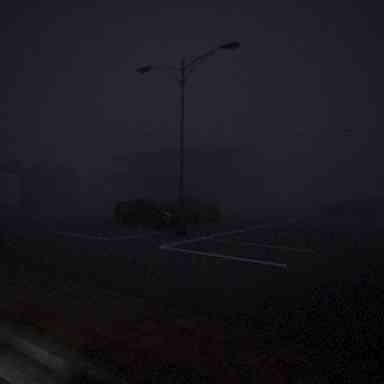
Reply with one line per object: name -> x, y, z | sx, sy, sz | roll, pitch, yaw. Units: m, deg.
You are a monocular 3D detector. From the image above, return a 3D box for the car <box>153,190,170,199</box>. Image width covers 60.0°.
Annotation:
car -> -7.221, 0.546, 78.643 | 1.905, 1.878, 3.866 | 1, 1, 36

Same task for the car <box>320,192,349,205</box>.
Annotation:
car -> 21.968, 0.900, 51.350 | 3.866, 1.878, 1.905 | 1, 1, 36

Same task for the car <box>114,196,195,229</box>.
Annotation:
car -> -2.410, 1.150, 18.732 | 4.514, 1.523, 2.007 | 1, 1, 36

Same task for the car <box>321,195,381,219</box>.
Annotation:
car -> 12.569, 1.246, 26.359 | 3.633, 1.501, 1.845 | 1, 1, 36

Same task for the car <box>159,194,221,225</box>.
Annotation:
car -> -0.606, 1.140, 21.299 | 5.027, 1.636, 2.152 | 1, 1, 36

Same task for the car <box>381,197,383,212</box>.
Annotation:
car -> 18.485, 1.226, 34.413 | 4.514, 1.523, 2.007 | 1, 1, 36

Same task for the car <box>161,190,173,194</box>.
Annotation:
car -> -5.199, 0.797, 71.805 | 2.242, 1.667, 4.611 | 1, 1, 36

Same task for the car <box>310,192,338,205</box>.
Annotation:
car -> 19.514, 1.175, 49.025 | 3.806, 1.475, 1.970 | 1, 1, 36

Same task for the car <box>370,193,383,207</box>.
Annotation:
car -> 26.394, 1.038, 44.063 | 4.605, 1.855, 1.932 | 1, 1, 36
